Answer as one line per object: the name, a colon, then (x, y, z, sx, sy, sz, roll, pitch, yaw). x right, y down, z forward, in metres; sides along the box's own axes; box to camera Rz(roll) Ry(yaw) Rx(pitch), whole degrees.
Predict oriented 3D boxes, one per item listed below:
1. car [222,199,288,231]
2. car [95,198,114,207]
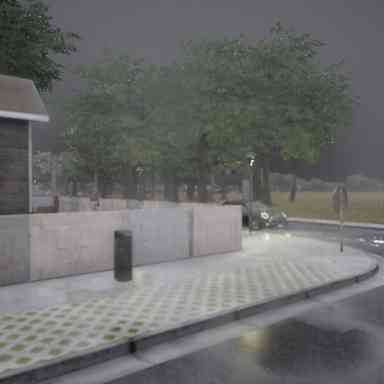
car: (3.460, 1.251, 19.771, 2.097, 1.767, 4.553, 0, 0, -35)
car: (-9.441, 1.411, 37.980, 2.033, 1.411, 5.357, 0, 0, -35)
